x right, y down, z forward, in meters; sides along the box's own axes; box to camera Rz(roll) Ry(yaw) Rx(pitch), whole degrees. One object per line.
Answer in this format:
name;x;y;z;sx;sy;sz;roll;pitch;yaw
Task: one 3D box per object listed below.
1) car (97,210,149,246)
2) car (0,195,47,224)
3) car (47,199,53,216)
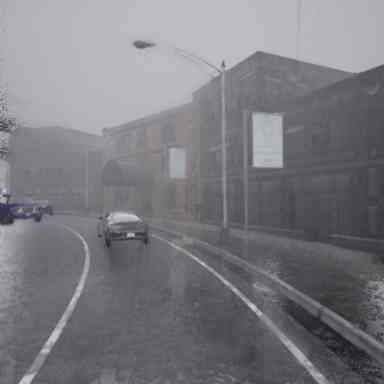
car;-3.269;1.551;15.416;1.812;1.442;4.674;0;0;-21
car;-13.334;1.254;25.625;2.150;2.045;5.566;0;-1;-40
car;-15.421;1.410;32.439;4.553;1.767;2.097;0;-1;42
